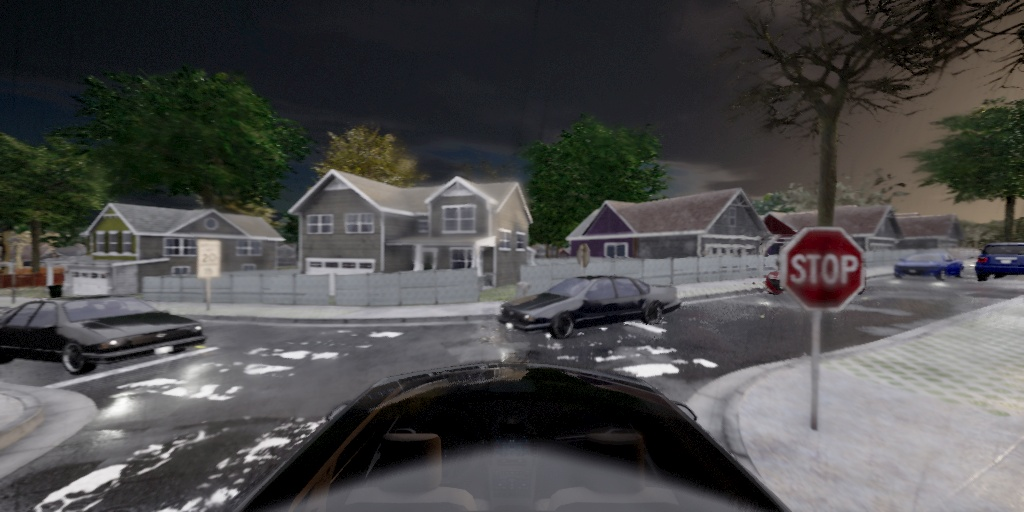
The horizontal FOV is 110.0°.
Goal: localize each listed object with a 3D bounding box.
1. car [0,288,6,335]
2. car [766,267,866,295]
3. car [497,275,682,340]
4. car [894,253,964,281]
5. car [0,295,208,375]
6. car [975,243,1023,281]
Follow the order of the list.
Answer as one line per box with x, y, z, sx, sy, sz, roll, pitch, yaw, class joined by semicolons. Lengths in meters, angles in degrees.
-19.053;1.865;11.422;4.902;1.511;2.128;-2;-1;20;car
12.826;0.856;15.114;5.008;1.535;1.882;-2;1;-27;car
2.301;1.256;10.079;5.357;1.411;2.033;-2;1;-26;car
24.658;0.565;21.202;5.008;1.535;1.882;-1;1;-27;car
-9.721;1.629;8.207;5.357;1.411;2.033;-2;0;17;car
27.023;0.316;19.112;5.566;2.045;2.150;-1;1;-27;car
